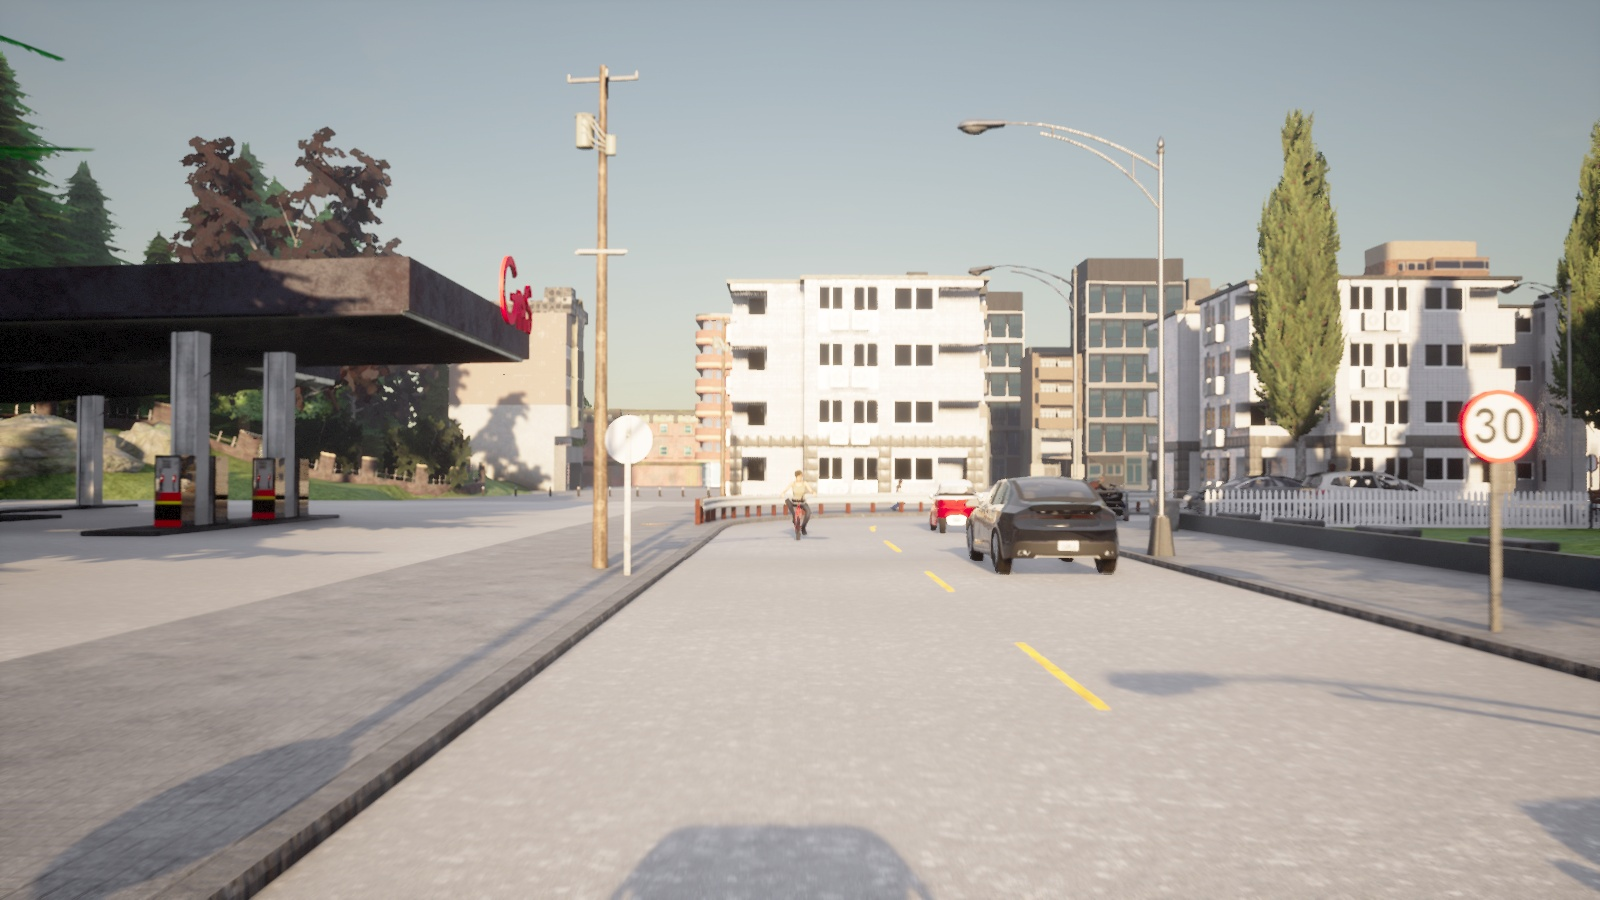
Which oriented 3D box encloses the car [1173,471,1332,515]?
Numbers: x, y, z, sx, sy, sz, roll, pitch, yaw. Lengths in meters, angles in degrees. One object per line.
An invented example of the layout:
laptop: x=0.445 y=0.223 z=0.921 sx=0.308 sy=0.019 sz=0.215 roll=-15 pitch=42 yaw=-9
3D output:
car: x=16.111 y=1.513 z=44.859 sx=4.902 sy=1.511 sz=2.128 roll=0 pitch=-1 yaw=0

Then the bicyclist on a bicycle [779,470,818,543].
bicyclist on a bicycle: x=-0.031 y=1.269 z=28.766 sx=0.866 sy=1.612 sz=1.509 roll=0 pitch=-1 yaw=1

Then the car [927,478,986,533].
car: x=4.161 y=1.454 z=33.374 sx=1.481 sy=1.376 sz=2.207 roll=-1 pitch=-1 yaw=7

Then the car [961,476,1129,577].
car: x=3.949 y=1.184 z=21.068 sx=1.837 sy=1.490 sz=4.892 roll=0 pitch=-1 yaw=0

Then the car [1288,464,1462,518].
car: x=18.647 y=1.320 z=40.893 sx=4.611 sy=1.667 sz=2.242 roll=0 pitch=-1 yaw=0

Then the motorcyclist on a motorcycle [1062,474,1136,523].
motorcyclist on a motorcycle: x=9.615 y=1.538 z=40.353 sx=2.191 sy=1.530 sz=0.866 roll=0 pitch=-1 yaw=-23
